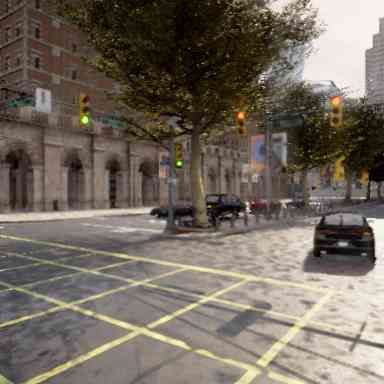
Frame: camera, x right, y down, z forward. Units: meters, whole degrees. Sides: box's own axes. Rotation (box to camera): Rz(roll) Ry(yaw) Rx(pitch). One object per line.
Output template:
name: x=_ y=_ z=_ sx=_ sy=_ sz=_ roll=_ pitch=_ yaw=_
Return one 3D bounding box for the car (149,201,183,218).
car: x=-1.296 y=1.481 z=28.832 sx=2.033 sy=1.411 sz=5.357 roll=0 pitch=0 yaw=36

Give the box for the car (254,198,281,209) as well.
car: x=10.217 y=1.500 z=44.762 sx=1.994 sy=1.385 sz=4.181 roll=0 pitch=0 yaw=36

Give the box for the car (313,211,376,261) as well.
car: x=5.761 y=1.470 z=12.573 sx=1.882 sy=1.535 sz=5.008 roll=-1 pitch=0 yaw=25

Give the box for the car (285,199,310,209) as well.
car: x=13.908 y=1.551 z=43.892 sx=1.895 sy=1.301 sz=4.718 roll=0 pitch=0 yaw=36

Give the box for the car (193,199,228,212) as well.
car: x=2.207 y=1.517 z=39.066 sx=1.895 sy=1.301 sz=4.718 roll=0 pitch=0 yaw=36

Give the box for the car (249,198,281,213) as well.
car: x=7.881 y=1.426 z=35.562 sx=1.882 sy=1.535 sz=5.008 roll=0 pitch=0 yaw=36

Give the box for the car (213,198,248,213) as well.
car: x=4.337 y=1.460 z=36.615 sx=1.812 sy=1.442 sz=4.674 roll=0 pitch=0 yaw=36

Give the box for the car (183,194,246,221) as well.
car: x=1.968 y=1.169 z=27.375 sx=2.150 sy=2.045 sz=5.566 roll=0 pitch=0 yaw=36
